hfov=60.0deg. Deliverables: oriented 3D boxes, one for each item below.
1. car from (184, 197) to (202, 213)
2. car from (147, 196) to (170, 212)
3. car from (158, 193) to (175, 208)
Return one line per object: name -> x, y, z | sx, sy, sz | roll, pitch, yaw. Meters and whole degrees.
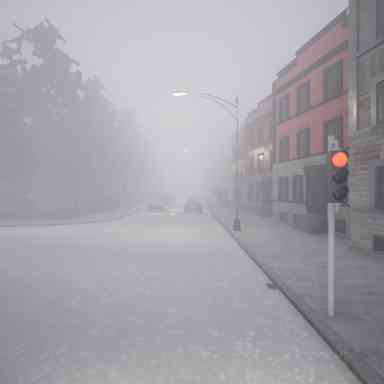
car -> 0.105, 1.564, 37.360 | 1.994, 1.385, 4.181 | 0, 0, 0
car -> -4.094, 1.547, 39.329 | 2.033, 1.411, 5.357 | 0, 0, 0
car -> -4.087, 1.221, 49.517 | 2.150, 2.045, 5.566 | 0, 0, 0
